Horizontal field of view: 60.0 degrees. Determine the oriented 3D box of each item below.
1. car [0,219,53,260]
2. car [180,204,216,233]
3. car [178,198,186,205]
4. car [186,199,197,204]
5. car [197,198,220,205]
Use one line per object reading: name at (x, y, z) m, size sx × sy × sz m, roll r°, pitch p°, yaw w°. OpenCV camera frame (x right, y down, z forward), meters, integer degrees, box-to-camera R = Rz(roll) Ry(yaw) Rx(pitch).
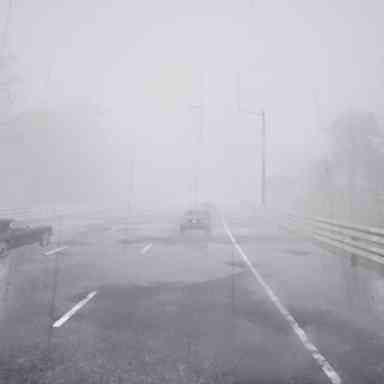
car at (-7.222, 1.675, 12.744) m, size 1.895 × 1.301 × 4.718 m, roll 0°, pitch 0°, yaw 3°
car at (0.314, 1.717, 21.018) m, size 2.033 × 1.411 × 5.357 m, roll 0°, pitch 0°, yaw 4°
car at (-1.773, 2.116, 71.103) m, size 1.812 × 1.442 × 4.674 m, roll 0°, pitch -1°, yaw 8°
car at (0.551, 2.116, 61.728) m, size 1.895 × 1.301 × 4.718 m, roll 0°, pitch -1°, yaw 7°
car at (2.187, 1.859, 43.895) m, size 2.128 × 1.511 × 4.902 m, roll 0°, pitch 0°, yaw 6°
